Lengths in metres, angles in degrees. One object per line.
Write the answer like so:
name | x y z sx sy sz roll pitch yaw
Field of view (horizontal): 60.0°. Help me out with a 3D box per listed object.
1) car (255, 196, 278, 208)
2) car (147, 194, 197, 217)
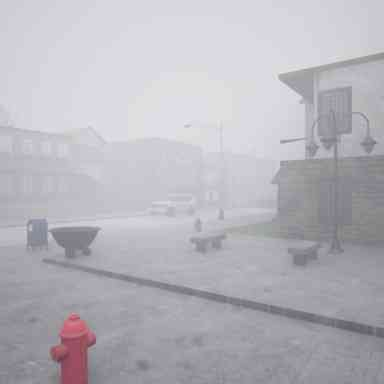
car | 11.189 1.350 49.589 2.097 1.767 4.553 0 0 36
car | -1.762 1.221 31.584 2.150 2.045 5.566 0 0 36
